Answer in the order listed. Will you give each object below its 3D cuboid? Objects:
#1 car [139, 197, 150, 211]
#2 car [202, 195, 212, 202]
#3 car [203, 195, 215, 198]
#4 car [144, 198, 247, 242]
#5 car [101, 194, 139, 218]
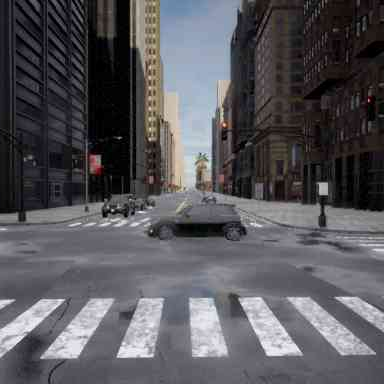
[{"bbox_3d":[-6.642,1.456,40.510,1.837,1.490,4.892,0,0,0],"label":"car"},{"bbox_3d":[3.214,1.416,70.995,1.812,1.442,4.674,0,0,0],"label":"car"},{"bbox_3d":[3.269,1.445,57.237,1.812,1.442,4.674,0,0,0],"label":"car"},{"bbox_3d":[0.240,1.332,15.795,4.553,1.767,2.097,0,0,0],"label":"car"},{"bbox_3d":[-6.638,1.191,30.636,2.150,2.045,5.566,0,0,0],"label":"car"}]
